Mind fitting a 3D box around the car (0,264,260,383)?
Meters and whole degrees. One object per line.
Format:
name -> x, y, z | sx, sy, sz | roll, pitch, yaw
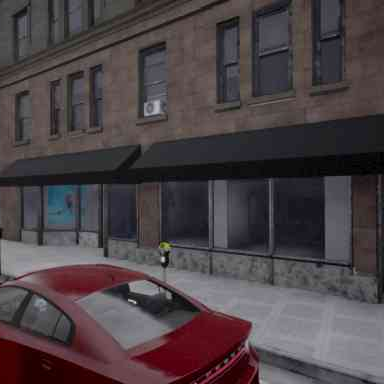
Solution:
car -> -1.468, 1.545, 3.893 | 4.507, 1.381, 1.887 | 0, 0, 35
